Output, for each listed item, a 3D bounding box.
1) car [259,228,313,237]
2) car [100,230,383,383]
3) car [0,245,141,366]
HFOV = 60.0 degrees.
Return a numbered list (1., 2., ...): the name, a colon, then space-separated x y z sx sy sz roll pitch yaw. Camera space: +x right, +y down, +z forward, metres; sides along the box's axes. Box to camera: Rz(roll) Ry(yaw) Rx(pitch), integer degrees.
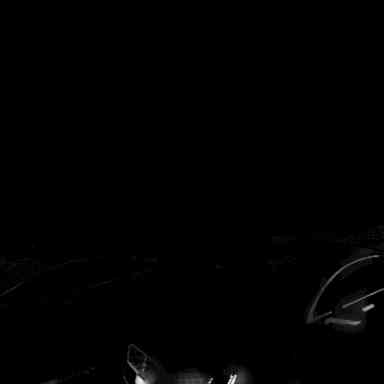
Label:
1. car: 2.392 1.582 8.245 4.206 1.307 1.802 0 0 -36
2. car: 1.508 1.505 4.457 4.892 1.490 1.837 0 0 -35
3. car: -2.086 1.566 5.049 4.313 1.339 1.947 0 0 -36
